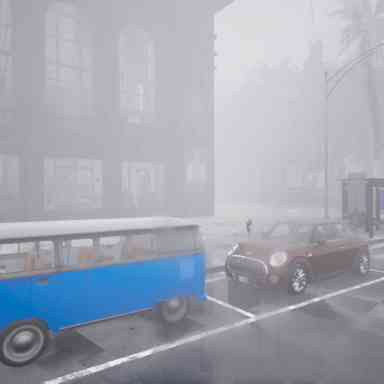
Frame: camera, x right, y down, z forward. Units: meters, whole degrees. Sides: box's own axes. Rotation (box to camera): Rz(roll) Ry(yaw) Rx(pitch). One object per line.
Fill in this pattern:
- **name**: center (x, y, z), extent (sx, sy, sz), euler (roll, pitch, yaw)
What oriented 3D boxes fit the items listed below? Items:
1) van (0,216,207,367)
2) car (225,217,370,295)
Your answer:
- **van**: center (-1.644, 1.341, 5.477), extent (3.998, 1.788, 1.690), euler (0, 0, -35)
- **car**: center (2.779, 1.439, 8.621), extent (4.097, 1.590, 1.967), euler (0, 0, -35)
